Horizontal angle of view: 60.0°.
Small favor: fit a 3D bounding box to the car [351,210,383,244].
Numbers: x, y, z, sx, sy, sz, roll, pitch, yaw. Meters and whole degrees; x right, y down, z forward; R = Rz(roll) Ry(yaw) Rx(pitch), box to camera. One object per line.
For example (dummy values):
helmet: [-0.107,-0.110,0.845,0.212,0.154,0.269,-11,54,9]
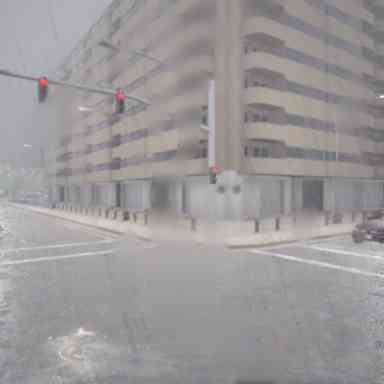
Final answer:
car: [8.958,1.511,14.662,4.674,1.442,1.812,0,0,-35]
